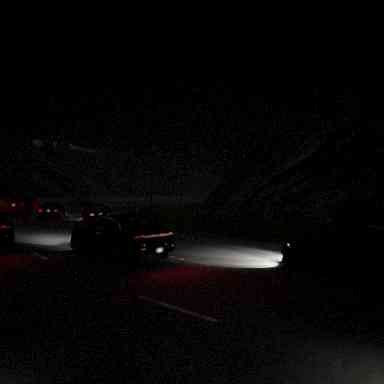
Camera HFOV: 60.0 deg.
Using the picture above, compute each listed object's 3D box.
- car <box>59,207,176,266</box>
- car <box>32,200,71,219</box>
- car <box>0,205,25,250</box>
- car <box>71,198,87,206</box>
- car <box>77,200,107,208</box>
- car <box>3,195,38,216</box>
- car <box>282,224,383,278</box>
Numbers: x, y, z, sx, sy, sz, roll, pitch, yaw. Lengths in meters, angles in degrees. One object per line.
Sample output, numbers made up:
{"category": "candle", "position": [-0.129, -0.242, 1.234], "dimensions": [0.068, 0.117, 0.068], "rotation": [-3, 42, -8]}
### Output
{"category": "car", "position": [-2.601, 1.524, 11.757], "dimensions": [2.128, 1.511, 4.902], "rotation": [0, 0, -43]}
{"category": "car", "position": [-12.448, 1.600, 29.770], "dimensions": [2.033, 1.411, 5.357], "rotation": [0, 0, -15]}
{"category": "car", "position": [-8.636, 1.504, 13.797], "dimensions": [2.128, 1.511, 4.902], "rotation": [0, 0, -36]}
{"category": "car", "position": [-18.854, 1.684, 56.663], "dimensions": [1.994, 1.385, 4.181], "rotation": [0, 0, 22]}
{"category": "car", "position": [-7.246, 1.607, 25.280], "dimensions": [2.033, 1.411, 5.357], "rotation": [0, 0, -23]}
{"category": "car", "position": [-16.577, 1.265, 32.625], "dimensions": [2.150, 2.045, 5.566], "rotation": [0, 0, -11]}
{"category": "car", "position": [4.772, 1.622, 9.510], "dimensions": [4.181, 1.385, 1.994], "rotation": [0, 0, 38]}
